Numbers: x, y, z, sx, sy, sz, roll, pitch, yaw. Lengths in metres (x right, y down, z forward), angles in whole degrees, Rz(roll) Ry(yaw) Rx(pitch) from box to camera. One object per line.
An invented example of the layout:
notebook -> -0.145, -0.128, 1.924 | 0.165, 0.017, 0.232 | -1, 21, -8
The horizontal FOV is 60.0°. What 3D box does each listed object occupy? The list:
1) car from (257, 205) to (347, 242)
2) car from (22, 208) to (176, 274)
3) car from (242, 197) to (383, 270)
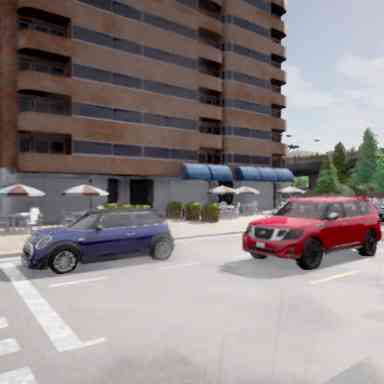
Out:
car -> 5.614, 1.455, 16.717 | 4.892, 1.490, 1.837 | 0, 0, -37
car -> -2.856, 1.338, 10.607 | 4.553, 1.767, 2.097 | 0, 0, -34
car -> 4.237, 1.188, 11.287 | 5.566, 2.045, 2.150 | 0, 0, -36
